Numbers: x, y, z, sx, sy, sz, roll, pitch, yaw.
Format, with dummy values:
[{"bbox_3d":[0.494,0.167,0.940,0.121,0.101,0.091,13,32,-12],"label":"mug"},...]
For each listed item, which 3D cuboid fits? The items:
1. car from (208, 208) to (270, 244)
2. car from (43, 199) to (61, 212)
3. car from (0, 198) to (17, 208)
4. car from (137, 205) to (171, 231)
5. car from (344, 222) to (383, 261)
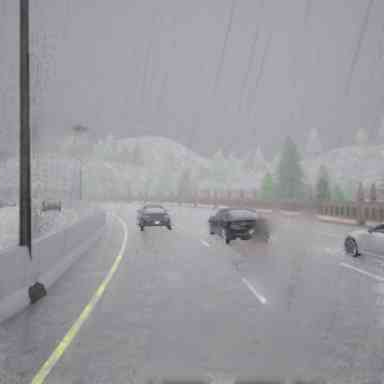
[{"bbox_3d":[2.081,1.478,15.973,1.882,1.535,5.008,0,0,-9],"label":"car"},{"bbox_3d":[-17.441,1.627,41.381,1.882,1.535,5.008,0,0,-27],"label":"car"},{"bbox_3d":[-30.565,1.795,55.292,2.128,1.511,4.902,0,0,-38],"label":"car"},{"bbox_3d":[-2.477,1.549,21.043,1.812,1.442,4.674,0,0,-13],"label":"car"},{"bbox_3d":[6.432,1.507,9.826,1.812,1.442,4.674,0,0,-5],"label":"car"}]
